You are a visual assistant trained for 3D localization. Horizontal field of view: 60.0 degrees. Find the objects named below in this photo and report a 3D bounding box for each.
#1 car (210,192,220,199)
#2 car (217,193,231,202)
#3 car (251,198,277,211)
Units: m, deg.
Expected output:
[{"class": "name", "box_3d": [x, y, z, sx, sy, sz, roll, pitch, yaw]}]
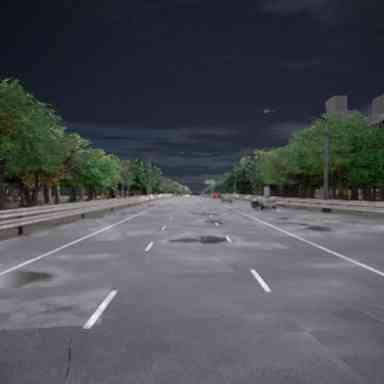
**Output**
[{"class": "car", "box_3d": [7.005, 1.053, 93.945, 2.150, 2.045, 5.566, 0, 0, 0]}, {"class": "car", "box_3d": [6.961, 1.386, 68.942, 2.033, 1.411, 5.357, 0, 0, 0]}, {"class": "car", "box_3d": [8.447, 1.417, 39.463, 2.128, 1.511, 4.902, 0, 0, -8]}]
